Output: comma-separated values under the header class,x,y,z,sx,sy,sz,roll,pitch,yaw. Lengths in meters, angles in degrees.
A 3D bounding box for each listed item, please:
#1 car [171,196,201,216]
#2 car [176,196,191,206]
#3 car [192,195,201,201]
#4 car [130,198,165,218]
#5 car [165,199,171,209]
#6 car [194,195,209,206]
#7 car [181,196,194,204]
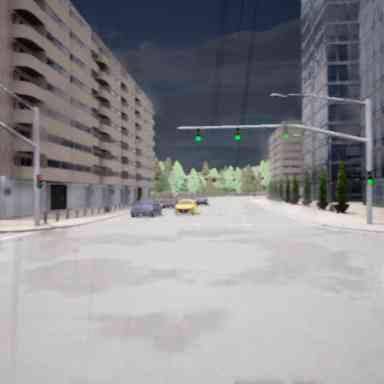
class,x,y,z,sx,sy,sz,roll,pitch,yaw
car,-0.549,1.486,33.173,1.882,1.535,5.008,-1,0,6
car,-1.415,1.533,57.392,1.837,1.490,4.892,-1,0,6
car,1.113,1.408,81.090,1.837,1.490,4.892,-1,0,6
car,-4.190,1.395,30.804,2.097,1.767,4.553,-1,0,5
car,-2.737,1.600,45.862,1.994,1.385,4.181,-1,0,6
car,1.654,1.474,53.870,1.882,1.535,5.008,-1,0,6
car,-0.789,1.526,63.263,1.837,1.490,4.892,-1,0,6
